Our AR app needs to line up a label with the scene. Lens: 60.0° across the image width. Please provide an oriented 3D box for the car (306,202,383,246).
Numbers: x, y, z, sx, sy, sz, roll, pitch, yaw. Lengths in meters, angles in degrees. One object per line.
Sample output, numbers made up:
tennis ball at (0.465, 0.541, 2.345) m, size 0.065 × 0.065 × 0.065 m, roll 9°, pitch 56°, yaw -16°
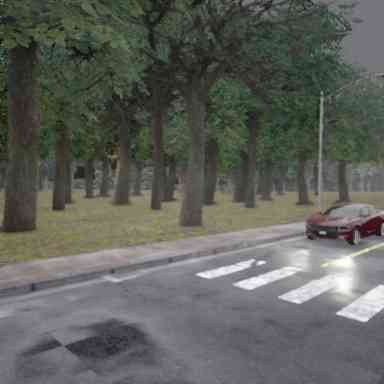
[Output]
car at (6.761, 1.244, 14.350) m, size 5.008 × 1.535 × 1.882 m, roll -1°, pitch 2°, yaw -44°
